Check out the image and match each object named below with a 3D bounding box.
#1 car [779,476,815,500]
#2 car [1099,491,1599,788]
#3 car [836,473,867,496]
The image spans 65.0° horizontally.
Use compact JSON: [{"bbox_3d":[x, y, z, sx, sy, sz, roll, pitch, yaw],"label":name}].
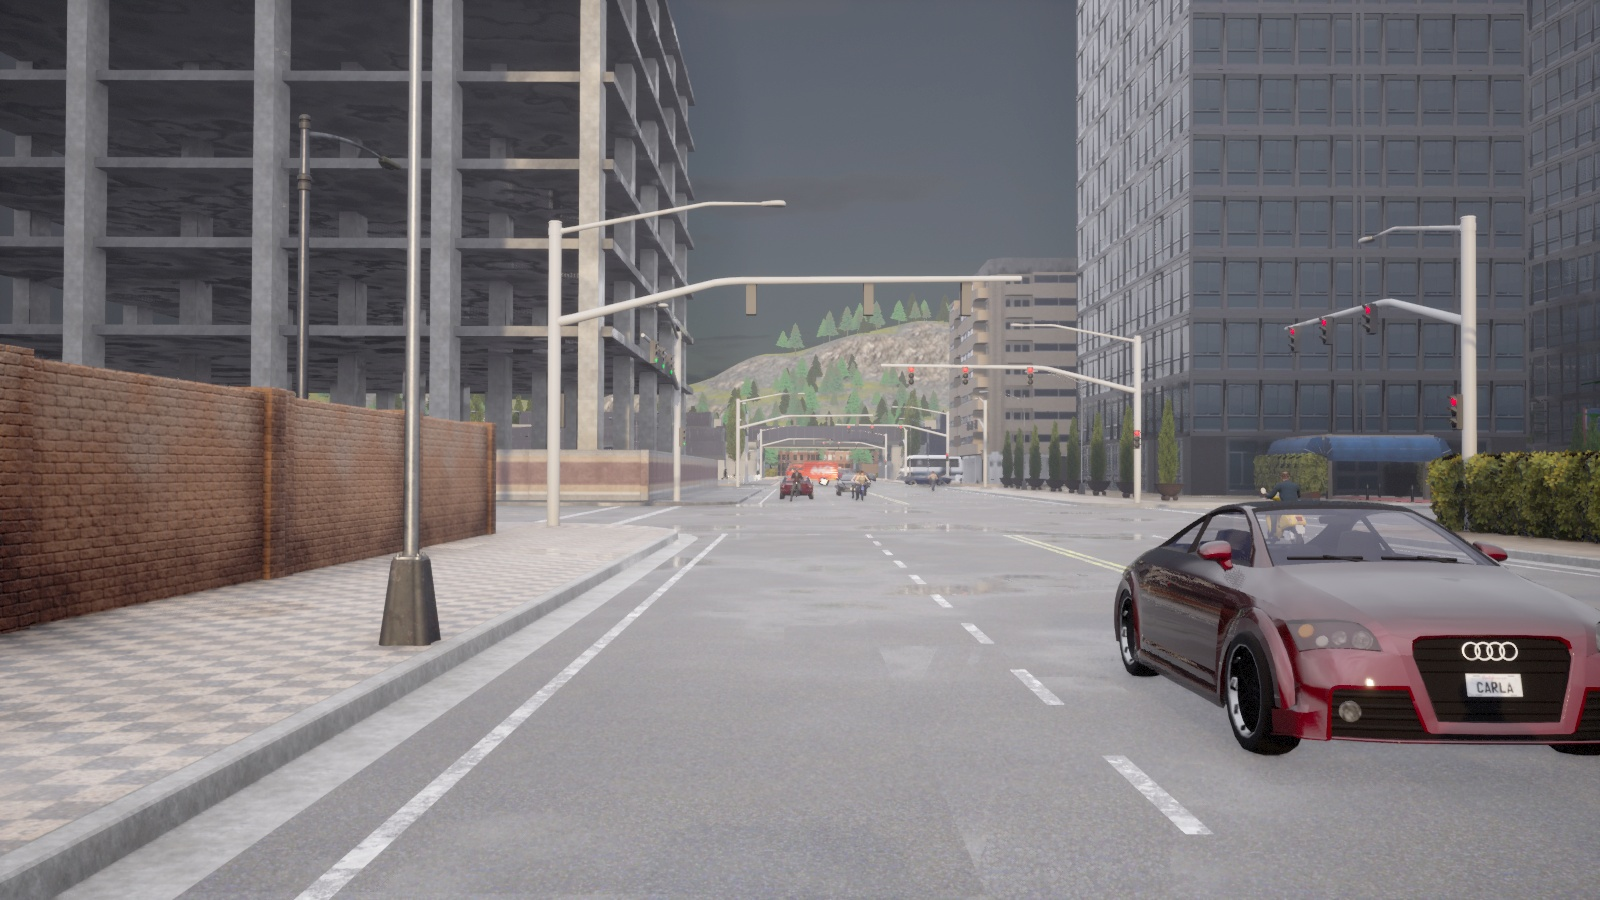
[{"bbox_3d":[-0.164,2.091,70.149,1.895,1.301,4.718,0,-1,0],"label":"car"},{"bbox_3d":[3.480,1.004,8.286,1.994,1.385,4.181,0,-1,0],"label":"car"},{"bbox_3d":[3.309,2.183,80.926,1.812,1.442,4.674,0,-1,0],"label":"car"}]
